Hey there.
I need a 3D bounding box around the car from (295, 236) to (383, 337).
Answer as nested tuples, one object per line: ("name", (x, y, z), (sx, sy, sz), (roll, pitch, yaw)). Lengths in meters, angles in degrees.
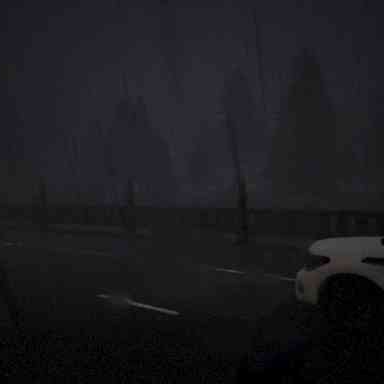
("car", (4.471, 1.198, 4.938), (5.566, 2.045, 2.150), (0, 0, 36))
